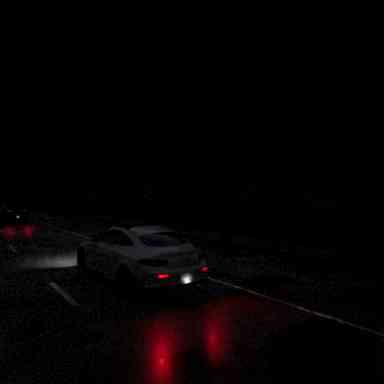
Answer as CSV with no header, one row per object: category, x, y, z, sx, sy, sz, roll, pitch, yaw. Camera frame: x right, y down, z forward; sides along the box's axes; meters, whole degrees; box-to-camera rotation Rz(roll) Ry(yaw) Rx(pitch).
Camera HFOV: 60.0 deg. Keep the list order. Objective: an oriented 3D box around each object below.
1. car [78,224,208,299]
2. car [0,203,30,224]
car,-1.467,1.552,8.639,1.812,1.442,4.674,0,0,-36
car,-13.728,1.557,25.452,2.128,1.511,4.902,0,0,-36
